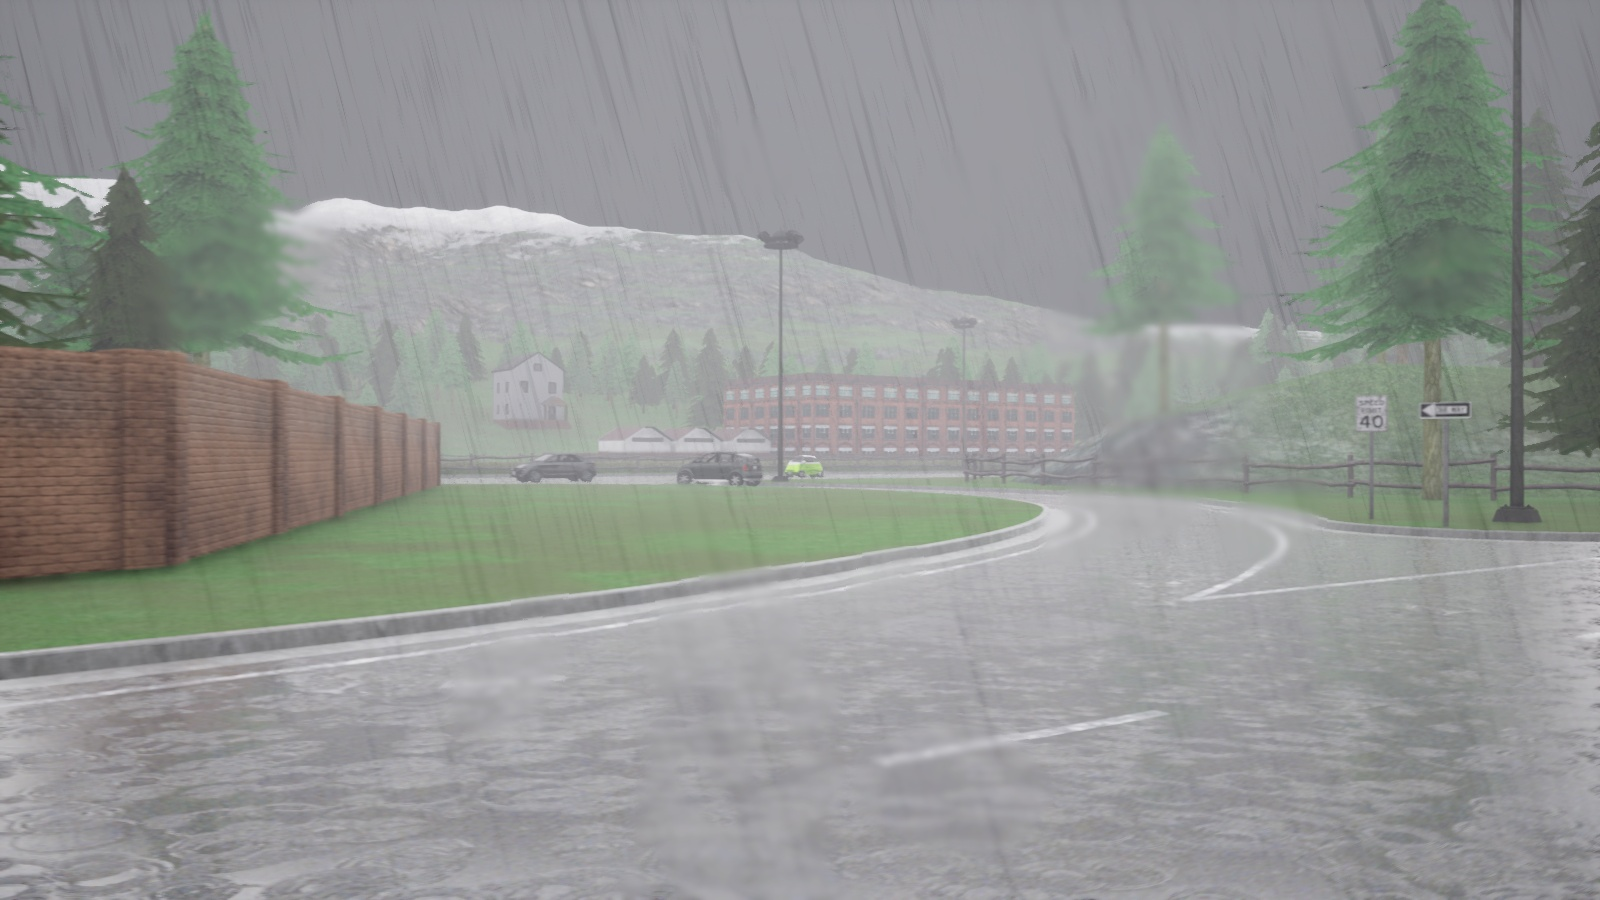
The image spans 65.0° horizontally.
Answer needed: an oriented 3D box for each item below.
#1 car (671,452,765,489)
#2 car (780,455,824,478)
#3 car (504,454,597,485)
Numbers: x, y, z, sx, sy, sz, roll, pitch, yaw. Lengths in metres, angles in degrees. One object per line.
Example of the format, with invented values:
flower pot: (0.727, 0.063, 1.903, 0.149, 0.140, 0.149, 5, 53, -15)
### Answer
car: (-3.556, 0.864, 54.482, 3.705, 1.549, 1.789, 0, 0, 26)
car: (0.136, 0.985, 75.754, 2.207, 1.376, 1.481, 0, 0, -35)
car: (-12.460, 0.939, 62.779, 4.193, 1.474, 1.816, 0, 0, -35)
